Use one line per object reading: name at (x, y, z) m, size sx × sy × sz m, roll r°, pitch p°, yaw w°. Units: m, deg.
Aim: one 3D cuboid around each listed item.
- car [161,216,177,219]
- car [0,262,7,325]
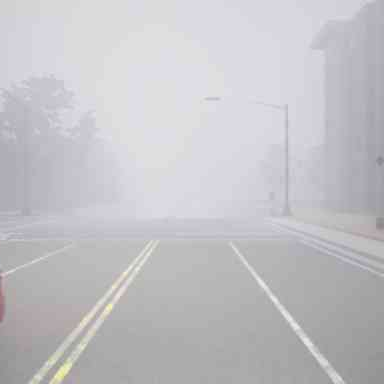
car at (-3.575, 4.684, 52.008) m, size 2.150 × 2.045 × 5.566 m, roll 0°, pitch -10°, yaw 0°
car at (-3.582, 1.239, 2.217) m, size 2.150 × 2.045 × 5.566 m, roll 0°, pitch -1°, yaw 0°
